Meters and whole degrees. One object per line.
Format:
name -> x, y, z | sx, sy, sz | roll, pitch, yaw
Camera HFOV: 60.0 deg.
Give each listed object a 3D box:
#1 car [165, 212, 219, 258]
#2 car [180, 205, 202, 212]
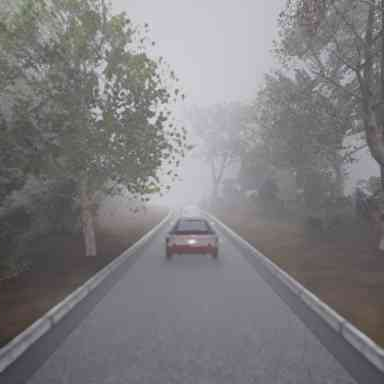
car -> 0.010, 1.714, 13.530 | 1.994, 1.385, 4.181 | 0, -1, 0
car -> -0.080, 1.842, 28.897 | 1.812, 1.442, 4.674 | 0, 0, 0
